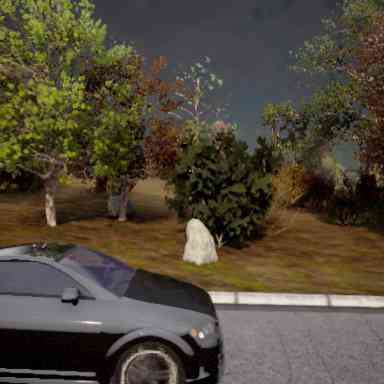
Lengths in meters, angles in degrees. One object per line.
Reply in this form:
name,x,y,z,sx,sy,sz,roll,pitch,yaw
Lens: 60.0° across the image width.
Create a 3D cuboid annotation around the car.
car,-1.684,1.391,4.184,4.181,1.385,1.994,4,0,-3
